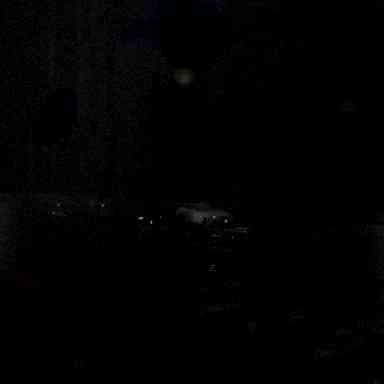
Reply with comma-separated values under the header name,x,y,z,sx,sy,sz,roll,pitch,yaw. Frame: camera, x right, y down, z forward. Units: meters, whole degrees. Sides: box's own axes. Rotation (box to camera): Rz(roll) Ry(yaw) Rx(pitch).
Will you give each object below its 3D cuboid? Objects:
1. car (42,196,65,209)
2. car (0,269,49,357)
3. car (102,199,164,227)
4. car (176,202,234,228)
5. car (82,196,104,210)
name,x,y,z,sx,sy,sz,roll,pitch,yaw
car,-16.994,1.227,40.799,2.128,1.511,4.902,-1,1,-35
car,-4.076,1.544,3.745,4.507,1.381,1.887,0,-1,-36
car,-4.012,1.461,22.694,2.033,1.411,5.357,-1,1,-36
car,0.685,1.423,21.766,1.812,1.442,4.674,-1,2,-36
car,-11.125,1.225,38.170,2.128,1.511,4.902,-1,1,-36
